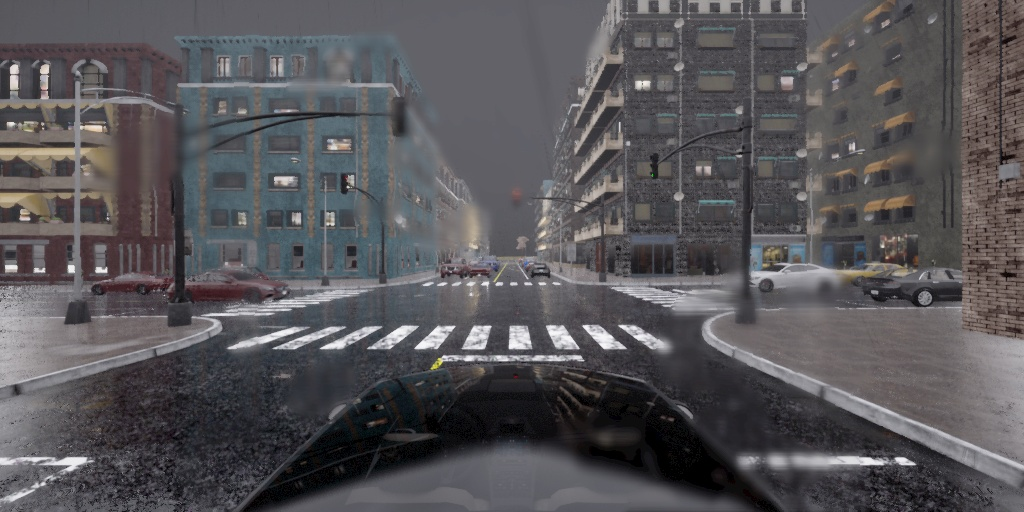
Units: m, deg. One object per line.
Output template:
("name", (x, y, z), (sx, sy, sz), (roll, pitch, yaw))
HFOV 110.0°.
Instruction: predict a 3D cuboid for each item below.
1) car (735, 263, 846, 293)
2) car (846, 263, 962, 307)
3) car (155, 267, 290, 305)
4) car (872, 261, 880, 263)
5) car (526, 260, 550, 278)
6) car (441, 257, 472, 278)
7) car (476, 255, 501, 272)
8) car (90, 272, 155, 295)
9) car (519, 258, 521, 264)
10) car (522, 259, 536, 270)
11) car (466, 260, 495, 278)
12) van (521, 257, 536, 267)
("car", (14.266, 1.083, 18.676), (4.674, 1.442, 1.812), (-1, 0, 2))
("car", (15.604, 1.082, 13.250), (4.403, 1.370, 2.007), (0, 0, 0))
("car", (-12.601, 1.412, 16.070), (4.674, 1.442, 1.812), (-1, 0, -3))
("car", (21.137, 1.000, 21.088), (4.829, 1.417, 1.751), (0, 0, 0))
("car", (2.571, 1.311, 33.544), (1.948, 1.339, 4.313), (0, 0, 0))
("car", (-5.310, 1.060, 33.545), (2.192, 1.841, 5.009), (0, 0, 0))
("car", (-2.842, 0.959, 45.057), (2.150, 2.045, 5.566), (0, 0, 0))
("car", (-22.451, 1.599, 21.435), (4.207, 1.307, 1.802), (0, 0, 0))
("car", (2.575, 1.171, 61.304), (1.967, 1.591, 4.097), (0, 0, 0))
("car", (2.573, 1.323, 44.648), (1.802, 1.307, 4.207), (0, 0, 0))
("car", (-2.844, 1.347, 33.338), (1.895, 1.301, 4.718), (0, 0, 0))
("van", (2.574, 1.078, 50.201), (1.690, 1.789, 3.998), (0, 0, 0))
